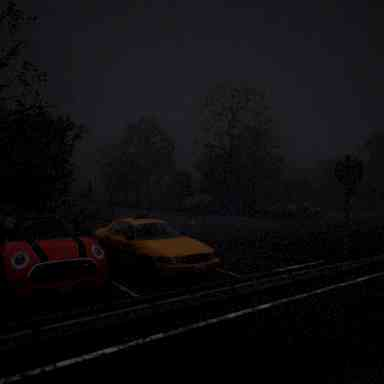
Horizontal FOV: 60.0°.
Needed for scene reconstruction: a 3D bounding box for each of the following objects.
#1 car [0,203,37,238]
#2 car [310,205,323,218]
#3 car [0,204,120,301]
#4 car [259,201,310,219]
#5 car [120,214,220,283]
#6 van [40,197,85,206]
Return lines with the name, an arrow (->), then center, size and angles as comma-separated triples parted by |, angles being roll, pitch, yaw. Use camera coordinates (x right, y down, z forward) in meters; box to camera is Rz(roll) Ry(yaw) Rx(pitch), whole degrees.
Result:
car -> -10.508, 1.475, 19.094 | 1.946, 1.575, 5.366 | 0, 0, -36
car -> 11.290, 1.747, 34.615 | 2.185, 1.767, 4.553 | 1, -1, -36
car -> -3.864, 1.348, 8.569 | 2.185, 1.767, 4.553 | 0, 0, -36
car -> 8.743, 1.845, 32.721 | 2.002, 1.452, 4.674 | 2, -1, -36
car -> -1.372, 1.484, 10.102 | 1.946, 1.575, 5.366 | 0, 0, -36
van -> -8.065, 1.266, 20.485 | 1.878, 1.987, 4.442 | 0, 0, -36
